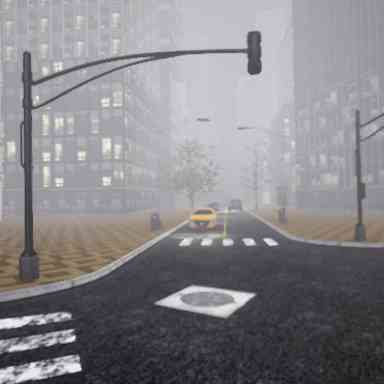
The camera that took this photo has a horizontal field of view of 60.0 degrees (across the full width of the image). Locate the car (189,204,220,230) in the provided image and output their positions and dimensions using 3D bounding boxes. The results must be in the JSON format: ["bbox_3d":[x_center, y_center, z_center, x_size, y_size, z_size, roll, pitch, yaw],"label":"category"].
[{"bbox_3d":[0.928,1.953,25.261,1.882,1.535,5.008,-1,-1,6],"label":"car"}]

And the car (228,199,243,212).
[{"bbox_3d":[7.008,2.162,53.473,2.150,2.045,5.566,-1,-1,6],"label":"car"}]

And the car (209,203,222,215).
[{"bbox_3d":[1.963,2.198,35.087,2.033,1.411,5.357,-1,-1,6],"label":"car"}]

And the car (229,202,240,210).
[{"bbox_3d":[8.101,2.681,63.794,2.033,1.411,5.357,-1,-1,6],"label":"car"}]
